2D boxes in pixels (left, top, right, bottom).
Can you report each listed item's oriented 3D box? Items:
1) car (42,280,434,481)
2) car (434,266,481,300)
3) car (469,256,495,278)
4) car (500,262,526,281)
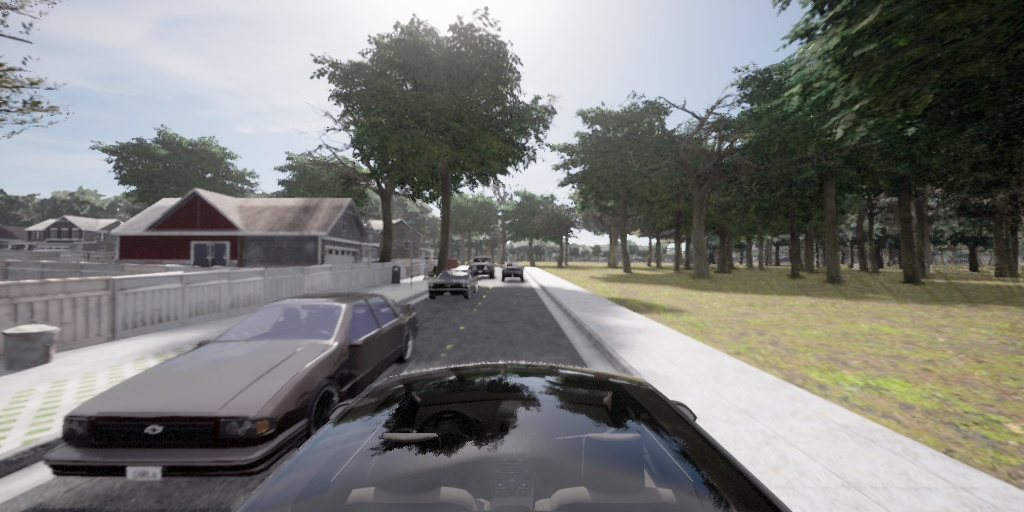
[{"bbox_3d":[-2.852,1.298,5.443,2.033,1.411,5.357,0,0,0],"label":"car"},{"bbox_3d":[-2.844,1.364,18.000,1.895,1.301,4.718,0,0,0],"label":"car"},{"bbox_3d":[-2.750,1.008,34.002,2.150,2.045,5.566,0,0,0],"label":"car"},{"bbox_3d":[0.060,1.288,30.439,1.837,1.490,4.892,0,0,0],"label":"car"}]
